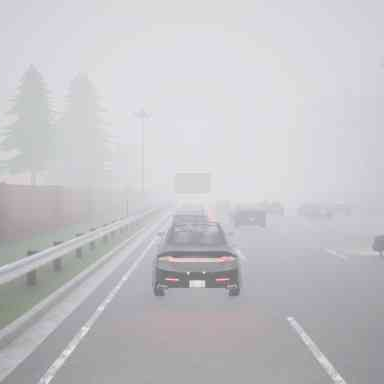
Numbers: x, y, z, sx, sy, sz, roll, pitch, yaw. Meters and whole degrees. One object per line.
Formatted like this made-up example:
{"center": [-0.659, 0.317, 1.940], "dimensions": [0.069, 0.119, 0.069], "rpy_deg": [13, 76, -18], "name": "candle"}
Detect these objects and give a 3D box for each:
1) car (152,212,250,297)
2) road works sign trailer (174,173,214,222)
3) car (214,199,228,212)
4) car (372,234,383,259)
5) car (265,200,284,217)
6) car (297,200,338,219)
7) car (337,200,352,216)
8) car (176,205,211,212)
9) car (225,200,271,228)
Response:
{"center": [0.098, 1.491, 8.595], "dimensions": [2.128, 1.511, 4.902], "rpy_deg": [0, 0, 0], "name": "car"}
{"center": [0.061, 0.464, 22.956], "dimensions": [2.380, 3.560, 2.880], "rpy_deg": [0, 0, -1], "name": "road works sign trailer"}
{"center": [3.600, 1.547, 38.958], "dimensions": [2.033, 1.411, 5.357], "rpy_deg": [0, 0, 0], "name": "car"}
{"center": [7.098, 1.547, 8.977], "dimensions": [2.033, 1.411, 5.357], "rpy_deg": [0, 0, 0], "name": "car"}
{"center": [7.093, 1.492, 30.731], "dimensions": [2.128, 1.511, 4.902], "rpy_deg": [0, 0, 0], "name": "car"}
{"center": [10.592, 1.564, 28.865], "dimensions": [1.994, 1.385, 4.181], "rpy_deg": [0, 0, 0], "name": "car"}
{"center": [14.091, 1.526, 32.959], "dimensions": [1.812, 1.442, 4.674], "rpy_deg": [0, 0, 1], "name": "car"}
{"center": [0.039, 1.474, 19.037], "dimensions": [1.882, 1.535, 5.008], "rpy_deg": [0, 0, 5], "name": "car"}
{"center": [3.595, 1.477, 22.236], "dimensions": [1.882, 1.535, 5.008], "rpy_deg": [0, 0, 0], "name": "car"}
